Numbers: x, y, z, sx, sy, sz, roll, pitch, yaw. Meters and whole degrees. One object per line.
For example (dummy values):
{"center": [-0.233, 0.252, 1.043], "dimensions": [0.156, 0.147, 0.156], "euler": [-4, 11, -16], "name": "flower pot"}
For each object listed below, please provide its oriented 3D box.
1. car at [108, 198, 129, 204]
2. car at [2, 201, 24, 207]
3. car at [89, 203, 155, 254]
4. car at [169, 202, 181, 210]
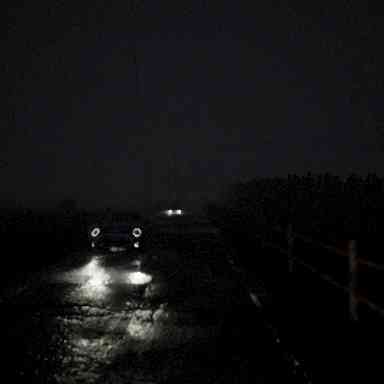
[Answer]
{"center": [-18.000, 2.407, 81.346], "dimensions": [5.566, 2.045, 2.150], "euler": [0, 0, 0], "name": "car"}
{"center": [-43.820, 2.910, 81.380], "dimensions": [4.892, 1.490, 1.837], "euler": [0, 0, 0], "name": "car"}
{"center": [-2.850, 1.538, 14.400], "dimensions": [2.097, 1.767, 4.553], "euler": [0, -1, 0], "name": "car"}
{"center": [-2.825, 2.325, 55.666], "dimensions": [1.895, 1.301, 4.718], "euler": [0, -1, 0], "name": "car"}
